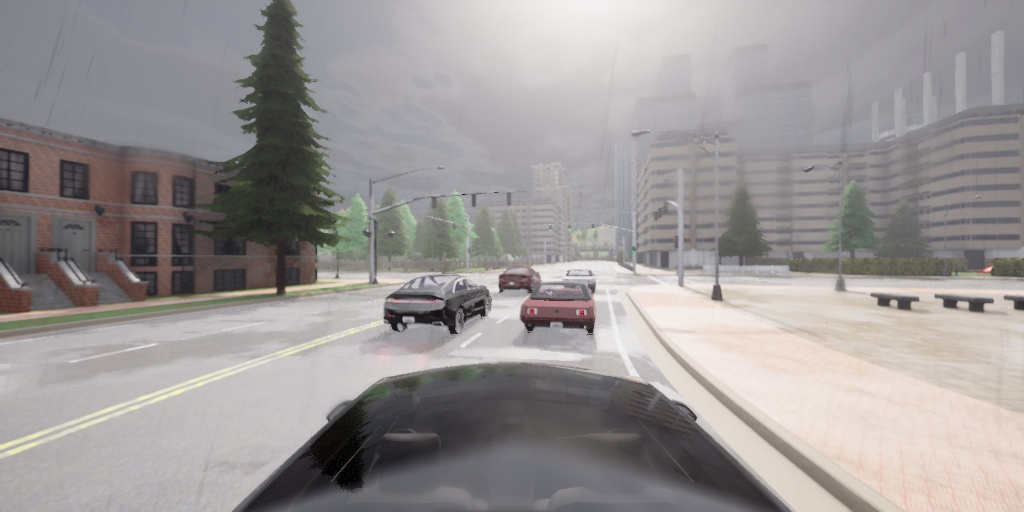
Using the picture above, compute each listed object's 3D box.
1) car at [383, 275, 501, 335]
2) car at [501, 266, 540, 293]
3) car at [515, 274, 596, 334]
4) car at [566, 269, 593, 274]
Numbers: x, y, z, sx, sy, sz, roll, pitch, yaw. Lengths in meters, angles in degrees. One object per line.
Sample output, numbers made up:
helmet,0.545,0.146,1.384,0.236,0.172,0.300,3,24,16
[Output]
car,-1.980,1.304,10.842,2.128,1.511,4.902,0,0,11
car,0.569,1.372,22.059,1.882,1.535,5.008,0,0,13
car,1.562,1.418,10.966,1.895,1.301,4.718,0,0,12
car,4.388,1.507,23.070,1.895,1.301,4.718,0,0,14
